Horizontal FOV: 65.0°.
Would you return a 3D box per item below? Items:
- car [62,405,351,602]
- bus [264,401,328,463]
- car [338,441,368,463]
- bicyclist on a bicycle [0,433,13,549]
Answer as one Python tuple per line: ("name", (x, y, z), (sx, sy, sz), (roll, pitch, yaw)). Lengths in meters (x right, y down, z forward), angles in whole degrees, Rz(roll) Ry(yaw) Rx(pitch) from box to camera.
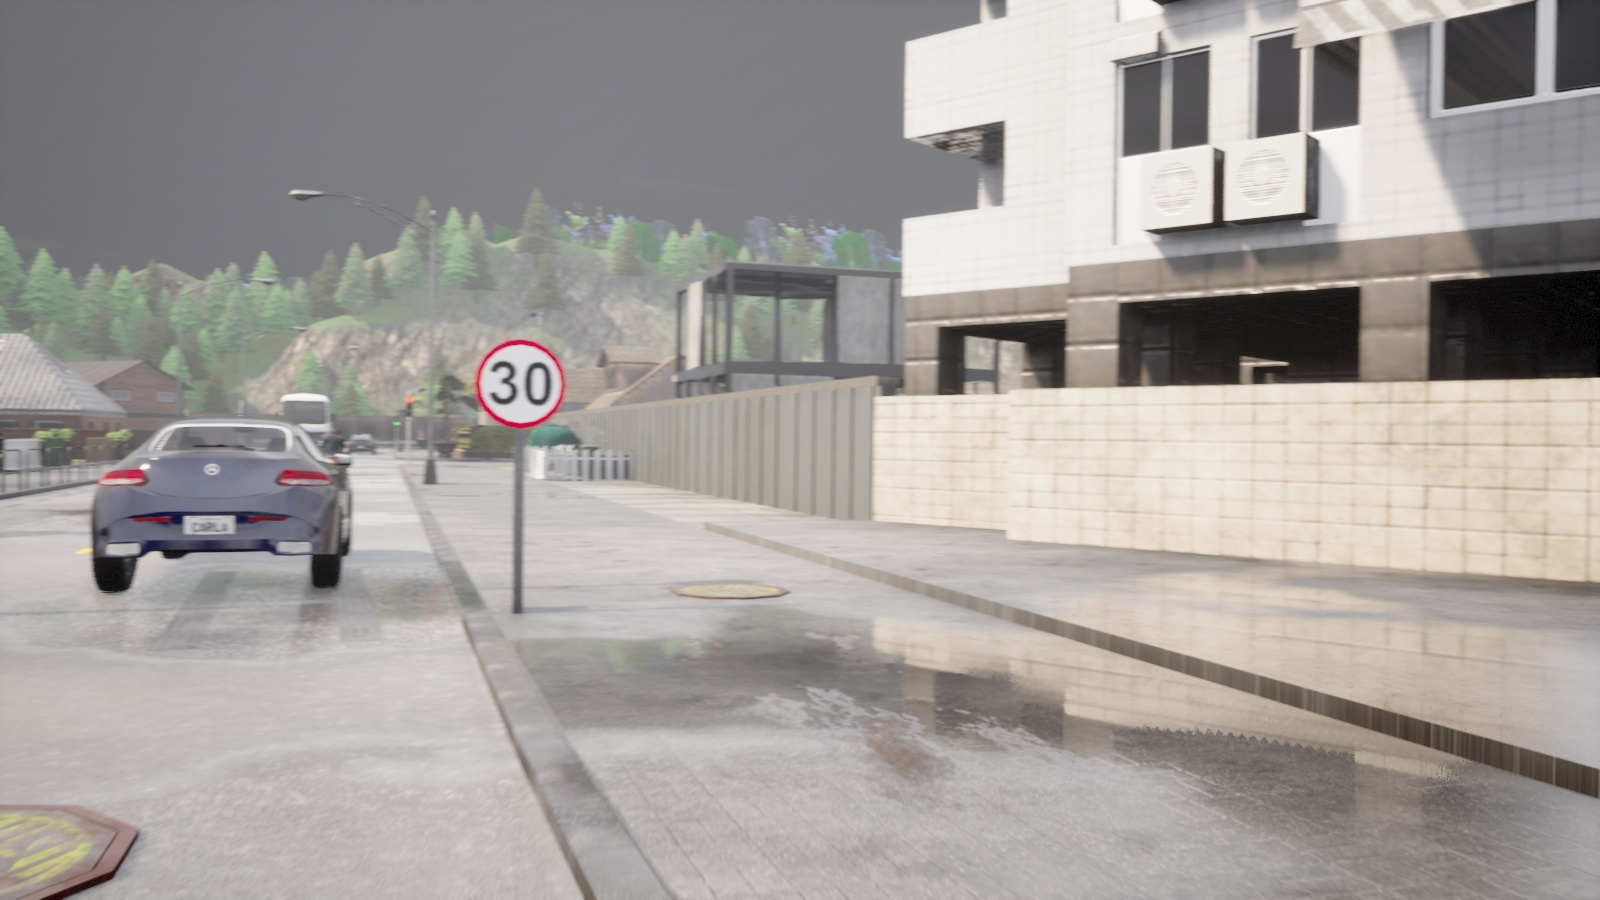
("car", (-5.946, 0.421, 13.246), (2.152, 1.651, 5.027), (0, 1, -18))
("bus", (-36.837, -1.303, 92.151), (3.944, 4.253, 10.273), (0, 1, -20))
("car", (-30.224, 0.131, 85.063), (1.812, 1.442, 4.674), (0, 1, -19))
("bicyclist on a bicycle", (-11.497, 0.571, 17.209), (0.866, 1.612, 1.509), (0, 1, -19))
